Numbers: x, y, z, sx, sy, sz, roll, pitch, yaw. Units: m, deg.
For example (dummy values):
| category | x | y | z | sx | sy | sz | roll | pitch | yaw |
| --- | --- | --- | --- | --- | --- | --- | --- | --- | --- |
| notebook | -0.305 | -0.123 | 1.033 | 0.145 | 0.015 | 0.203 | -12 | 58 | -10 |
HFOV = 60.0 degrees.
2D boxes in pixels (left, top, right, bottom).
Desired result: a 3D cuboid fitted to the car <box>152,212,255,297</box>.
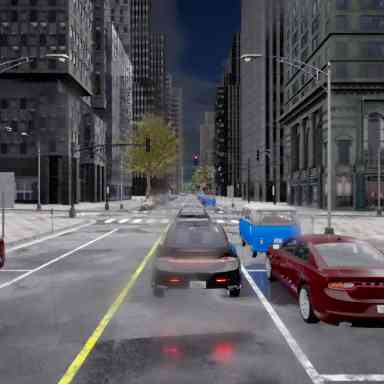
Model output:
| category | x | y | z | sx | sy | sz | roll | pitch | yaw |
| --- | --- | --- | --- | --- | --- | --- | --- | --- | --- |
| car | 0.089 | 1.492 | 8.542 | 2.128 | 1.511 | 4.902 | 0 | 0 | 0 |

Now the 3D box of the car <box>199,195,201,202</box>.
| category | x | y | z | sx | sy | sz | roll | pitch | yaw |
| --- | --- | --- | --- | --- | --- | --- | --- | --- | --- |
| car | 2.687 | 1.595 | 55.927 | 1.947 | 1.339 | 4.313 | 0 | 0 | 0 |

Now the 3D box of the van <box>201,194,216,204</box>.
| category | x | y | z | sx | sy | sz | roll | pitch | yaw |
| --- | --- | --- | --- | --- | --- | --- | --- | --- | --- |
| van | 2.695 | 1.365 | 50.514 | 1.690 | 1.788 | 3.998 | 0 | 0 | 0 |

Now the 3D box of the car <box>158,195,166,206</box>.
| category | x | y | z | sx | sy | sz | roll | pitch | yaw |
| --- | --- | --- | --- | --- | --- | --- | --- | --- | --- |
| car | -5.838 | 1.574 | 55.684 | 1.887 | 1.381 | 4.507 | 0 | 0 | 0 |

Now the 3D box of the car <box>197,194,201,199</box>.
| category | x | y | z | sx | sy | sz | roll | pitch | yaw |
| --- | --- | --- | --- | --- | --- | --- | --- | --- | --- |
| car | 2.664 | 1.599 | 72.167 | 2.008 | 1.369 | 4.403 | 0 | 0 | 0 |

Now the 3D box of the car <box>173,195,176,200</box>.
| category | x | y | z | sx | sy | sz | roll | pitch | yaw |
| --- | --- | --- | --- | --- | --- | --- | --- | --- | --- |
| car | -5.882 | 1.636 | 87.417 | 1.947 | 1.339 | 4.313 | 0 | 0 | 0 |

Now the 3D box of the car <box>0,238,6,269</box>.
| category | x | y | z | sx | sy | sz | roll | pitch | yaw |
| --- | --- | --- | --- | --- | --- | --- | --- | --- | --- |
| car | -5.786 | 1.545 | 7.011 | 1.887 | 1.381 | 4.507 | 0 | 0 | 0 |

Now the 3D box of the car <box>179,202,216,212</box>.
| category | x | y | z | sx | sy | sz | roll | pitch | yaw |
| --- | --- | --- | --- | --- | --- | --- | --- | --- | --- |
| car | 0.061 | 1.495 | 17.928 | 2.128 | 1.511 | 4.902 | 0 | 0 | 1 |

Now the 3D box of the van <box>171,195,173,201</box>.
| category | x | y | z | sx | sy | sz | roll | pitch | yaw |
| --- | --- | --- | --- | --- | --- | --- | --- | --- | --- |
| van | -5.867 | 1.395 | 76.840 | 1.690 | 1.788 | 3.998 | 0 | 0 | 0 |

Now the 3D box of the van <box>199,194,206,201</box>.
| category | x | y | z | sx | sy | sz | roll | pitch | yaw |
| --- | --- | --- | --- | --- | --- | --- | --- | --- | --- |
| van | 2.650 | 1.404 | 82.994 | 1.690 | 1.788 | 3.998 | 0 | 0 | 0 |

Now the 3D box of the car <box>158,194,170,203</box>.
| category | x | y | z | sx | sy | sz | roll | pitch | yaw |
| --- | --- | --- | --- | --- | --- | --- | --- | --- | --- |
| car | -5.844 | 1.349 | 60.974 | 2.192 | 1.841 | 5.009 | 0 | 0 | 0 |

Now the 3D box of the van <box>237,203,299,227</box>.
| category | x | y | z | sx | sy | sz | roll | pitch | yaw |
| --- | --- | --- | --- | --- | --- | --- | --- | --- | --- |
| van | 2.763 | 1.343 | 12.530 | 1.690 | 1.788 | 3.998 | 0 | 0 | 0 |

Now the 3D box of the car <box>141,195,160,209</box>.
| category | x | y | z | sx | sy | sz | roll | pitch | yaw |
| --- | --- | --- | --- | --- | --- | --- | --- | --- | --- |
| car | -5.829 | 1.545 | 44.934 | 1.752 | 1.417 | 4.829 | 0 | 0 | 0 |

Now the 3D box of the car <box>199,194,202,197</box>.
| category | x | y | z | sx | sy | sz | roll | pitch | yaw |
| --- | --- | --- | --- | --- | --- | --- | --- | --- | --- |
| car | 2.679 | 1.579 | 61.340 | 1.887 | 1.381 | 4.507 | 0 | 0 | 0 |

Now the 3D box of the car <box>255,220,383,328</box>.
| category | x | y | z | sx | sy | sz | roll | pitch | yaw |
| --- | --- | --- | --- | --- | --- | --- | --- | --- | --- |
| car | 2.769 | 1.545 | 7.004 | 1.887 | 1.381 | 4.507 | 0 | 0 | 0 |
